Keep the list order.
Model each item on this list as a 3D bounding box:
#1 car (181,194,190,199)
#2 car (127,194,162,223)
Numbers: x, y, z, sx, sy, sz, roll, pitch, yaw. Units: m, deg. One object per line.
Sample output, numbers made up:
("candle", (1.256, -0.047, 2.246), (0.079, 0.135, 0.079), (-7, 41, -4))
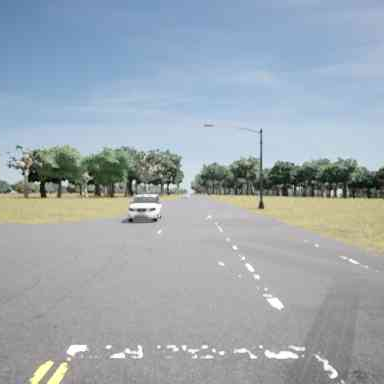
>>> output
("car", (-1.792, 1.232, 94.834), (1.812, 1.442, 4.674), (0, 0, 7))
("car", (-3.575, 1.209, 26.065), (2.150, 2.045, 5.566), (0, 1, 0))
